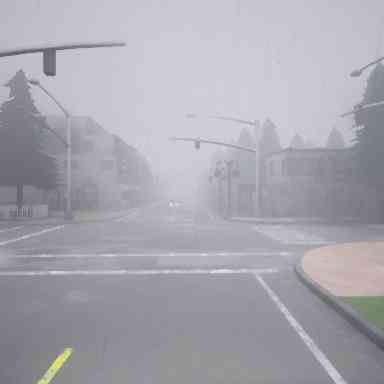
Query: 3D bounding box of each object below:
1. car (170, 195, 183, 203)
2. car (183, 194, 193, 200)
[{"bbox_3d":[-3.500,1.526,67.740,2.128,1.511,4.902,0,0,0],"label":"car"},{"bbox_3d":[-2.217,1.550,90.655,1.994,1.385,4.181,0,0,30],"label":"car"}]
